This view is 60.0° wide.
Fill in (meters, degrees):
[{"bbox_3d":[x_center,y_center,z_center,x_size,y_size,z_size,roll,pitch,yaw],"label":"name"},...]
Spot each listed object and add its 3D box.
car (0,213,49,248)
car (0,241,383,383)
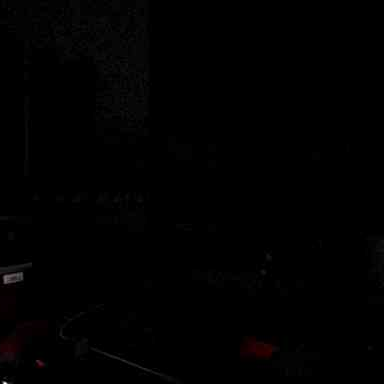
[{"bbox_3d":[-4.500,1.315,6.156,5.009,1.841,2.192,0,0,35],"label":"car"},{"bbox_3d":[-0.066,1.440,3.007,4.097,1.590,1.967,0,0,35],"label":"car"}]
